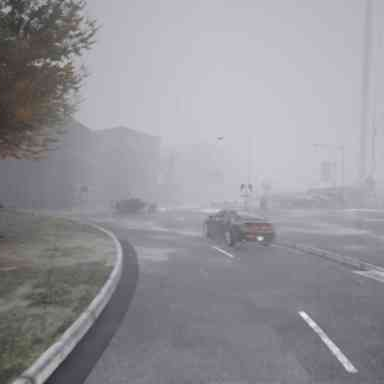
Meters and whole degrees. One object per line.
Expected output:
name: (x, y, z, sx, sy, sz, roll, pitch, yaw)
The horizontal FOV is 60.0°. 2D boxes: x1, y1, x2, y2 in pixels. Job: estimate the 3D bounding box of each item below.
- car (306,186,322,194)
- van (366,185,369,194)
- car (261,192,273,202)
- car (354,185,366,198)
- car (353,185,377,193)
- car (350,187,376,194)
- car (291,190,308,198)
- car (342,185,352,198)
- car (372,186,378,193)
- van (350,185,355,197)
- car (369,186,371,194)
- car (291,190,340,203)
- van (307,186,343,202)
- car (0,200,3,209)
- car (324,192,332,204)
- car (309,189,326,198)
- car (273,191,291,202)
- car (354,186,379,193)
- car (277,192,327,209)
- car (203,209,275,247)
car: (26.780, -0.450, 72.694, 2.097, 1.767, 4.553, 0, 2, 36)
van: (30.762, -0.191, 63.906, 4.442, 1.987, 1.878, 0, 2, 16)
car: (12.624, 0.703, 52.835, 1.882, 1.535, 5.008, 0, 2, 36)
car: (27.120, -0.002, 58.987, 5.566, 2.045, 2.435, 0, 2, 16)
car: (39.570, -0.629, 76.287, 4.553, 1.767, 2.185, 0, 3, 16)
car: (37.797, -0.367, 73.823, 4.792, 1.488, 2.163, 0, 2, 16)
car: (20.942, 0.313, 64.586, 1.895, 1.301, 4.718, 0, 2, 36)
car: (19.950, 0.430, 49.111, 5.566, 2.045, 2.435, 0, 3, 16)
car: (36.168, -0.292, 71.307, 5.366, 1.575, 1.946, 0, 2, 16)
van: (23.422, 0.239, 54.079, 4.442, 1.987, 1.878, 0, 3, 16)
car: (32.399, -0.200, 66.419, 4.553, 1.767, 2.185, 0, 2, 16)
car: (16.246, 0.893, 44.227, 5.366, 1.575, 1.946, 0, 3, 16)
van: (18.315, 0.563, 46.611, 4.442, 1.987, 1.878, 0, 2, 16)
car: (-21.110, 1.016, 33.139, 4.181, 1.385, 1.994, 2, -3, 8)
car: (14.648, 1.044, 41.708, 4.674, 1.452, 2.002, 0, 3, 16)
car: (23.805, 0.269, 63.000, 1.994, 1.385, 4.181, 0, 2, 36)
car: (14.306, 0.641, 49.618, 2.097, 1.767, 4.553, 0, 2, 36)
car: (41.306, -0.609, 78.791, 4.892, 1.521, 2.231, 0, 2, 16)
car: (12.863, 1.113, 39.245, 4.892, 1.521, 2.231, 0, 2, 16)
car: (1.978, 1.528, 15.233, 1.837, 1.490, 4.892, 3, -1, -16)
